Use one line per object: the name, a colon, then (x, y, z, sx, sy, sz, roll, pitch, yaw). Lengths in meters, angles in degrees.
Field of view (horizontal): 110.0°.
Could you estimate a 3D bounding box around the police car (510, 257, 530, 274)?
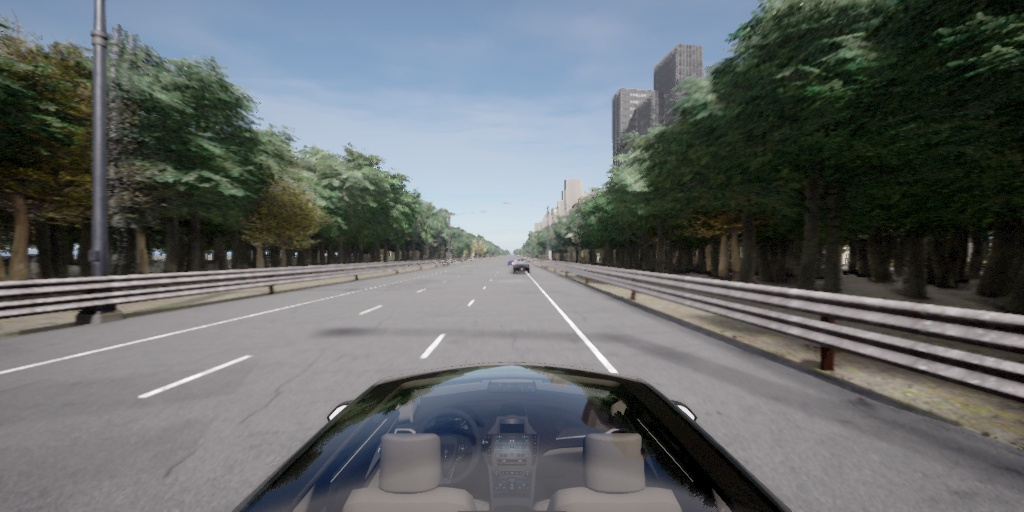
police car: (1.065, 1.176, 41.197, 1.930, 1.638, 5.238, 0, 0, 0)
